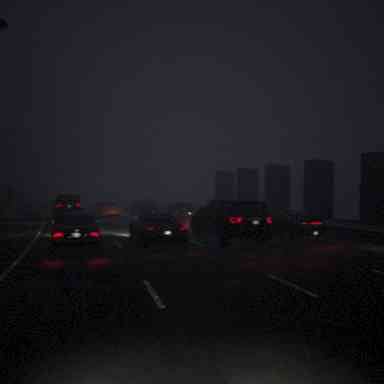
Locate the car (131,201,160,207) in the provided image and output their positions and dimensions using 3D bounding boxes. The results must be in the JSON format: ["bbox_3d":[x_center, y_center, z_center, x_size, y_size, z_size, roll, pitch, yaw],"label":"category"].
[{"bbox_3d":[-4.452,1.577,31.561,1.882,1.535,5.008,1,0,-25],"label":"car"}]

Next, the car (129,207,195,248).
[{"bbox_3d":[-1.659,1.622,15.378,1.994,1.385,4.181,1,0,-20],"label":"car"}]

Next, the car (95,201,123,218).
[{"bbox_3d":[-7.646,1.510,30.131,1.882,1.535,5.008,1,0,-25],"label":"car"}]

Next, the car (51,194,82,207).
[{"bbox_3d":[-10.634,1.184,28.275,2.150,2.045,5.566,1,0,-24],"label":"car"}]

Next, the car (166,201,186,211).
[{"bbox_3d":[-1.197,1.673,32.861,1.837,1.490,4.892,1,0,-25],"label":"car"}]

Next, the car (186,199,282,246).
[{"bbox_3d":[1.741,1.341,16.293,2.150,2.045,5.566,1,0,-20],"label":"car"}]

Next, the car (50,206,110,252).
[{"bbox_3d":[-4.855,1.539,13.935,2.033,1.411,5.357,1,0,-20],"label":"car"}]

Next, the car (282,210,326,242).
[{"bbox_3d":[4.930,1.684,17.741,2.128,1.511,4.902,1,0,-20],"label":"car"}]
